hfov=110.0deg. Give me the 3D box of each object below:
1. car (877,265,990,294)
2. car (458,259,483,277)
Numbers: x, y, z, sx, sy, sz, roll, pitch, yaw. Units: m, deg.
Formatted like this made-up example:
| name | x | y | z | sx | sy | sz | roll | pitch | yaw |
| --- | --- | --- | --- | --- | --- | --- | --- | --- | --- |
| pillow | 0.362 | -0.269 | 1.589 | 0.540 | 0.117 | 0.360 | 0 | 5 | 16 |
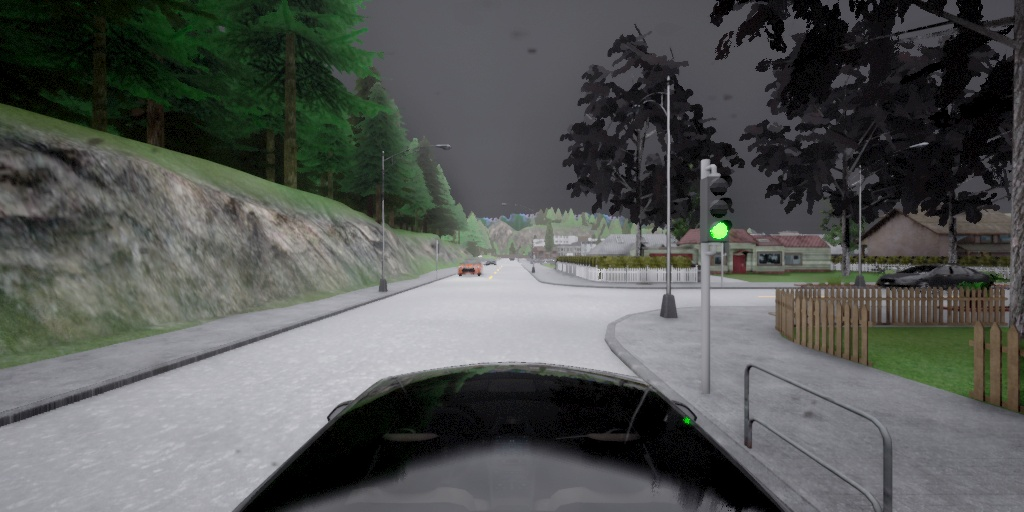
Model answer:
| name | x | y | z | sx | sy | sz | roll | pitch | yaw |
| --- | --- | --- | --- | --- | --- | --- | --- | --- | --- |
| car | 23.009 | 1.254 | 19.676 | 4.892 | 1.490 | 1.837 | 0 | 0 | 0 |
| car | -4.003 | 1.047 | 35.141 | 2.097 | 1.767 | 4.553 | 0 | 0 | 0 |
